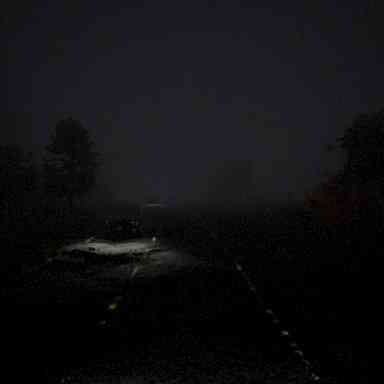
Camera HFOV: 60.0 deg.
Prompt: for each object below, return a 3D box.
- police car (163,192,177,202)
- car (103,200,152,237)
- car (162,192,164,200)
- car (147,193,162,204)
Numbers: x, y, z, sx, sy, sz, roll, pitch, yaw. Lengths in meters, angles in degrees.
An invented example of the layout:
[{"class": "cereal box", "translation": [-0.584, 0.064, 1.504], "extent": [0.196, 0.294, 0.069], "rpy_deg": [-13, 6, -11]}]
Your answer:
[{"class": "police car", "translation": [-4.448, 1.307, 71.449], "extent": [1.930, 1.638, 5.238], "rpy_deg": [0, 0, -8]}, {"class": "car", "translation": [-3.511, 1.445, 18.219], "extent": [1.882, 1.535, 5.008], "rpy_deg": [0, 0, -2]}, {"class": "car", "translation": [-6.000, 1.221, 81.236], "extent": [2.097, 1.767, 4.553], "rpy_deg": [0, 0, -10]}, {"class": "car", "translation": [-6.965, 1.404, 60.737], "extent": [1.837, 1.490, 4.892], "rpy_deg": [0, 0, -7]}]
